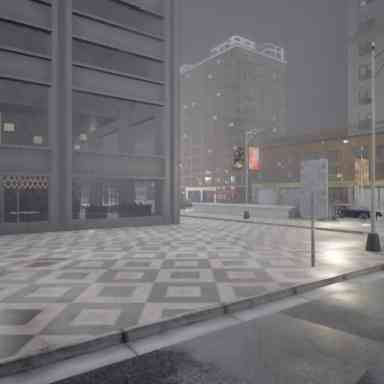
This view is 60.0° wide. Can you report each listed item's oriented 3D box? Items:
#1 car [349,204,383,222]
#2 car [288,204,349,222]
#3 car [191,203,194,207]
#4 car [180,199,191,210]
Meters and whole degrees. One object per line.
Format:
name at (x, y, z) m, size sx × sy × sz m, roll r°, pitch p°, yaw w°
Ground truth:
car at (13.125, 1.651, 27.546) m, size 1.895 × 1.301 × 4.718 m, roll 0°, pitch 0°, yaw -36°
car at (9.806, 1.619, 26.592) m, size 1.994 × 1.385 × 4.181 m, roll 0°, pitch 0°, yaw -36°
car at (-1.960, 1.684, 48.485) m, size 2.033 × 1.411 × 5.357 m, roll 0°, pitch 0°, yaw -36°
car at (-2.430, 1.691, 43.562) m, size 1.994 × 1.385 × 4.181 m, roll 0°, pitch 0°, yaw -36°
